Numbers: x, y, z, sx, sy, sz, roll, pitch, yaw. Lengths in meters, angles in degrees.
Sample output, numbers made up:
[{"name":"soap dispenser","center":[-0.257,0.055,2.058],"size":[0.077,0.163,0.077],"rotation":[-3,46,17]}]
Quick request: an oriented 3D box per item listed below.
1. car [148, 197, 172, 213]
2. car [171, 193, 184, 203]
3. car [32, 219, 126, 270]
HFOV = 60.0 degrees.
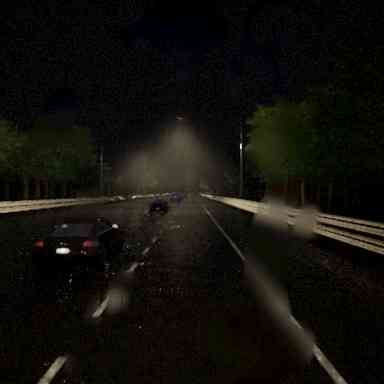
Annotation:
[{"name":"car","center":[-3.485,1.523,36.138],"size":[1.812,1.442,4.674],"rotation":[0,0,0]},{"name":"car","center":[-3.472,1.238,72.199],"size":[2.150,2.045,5.566],"rotation":[0,0,0]},{"name":"car","center":[-3.496,1.564,11.001],"size":[1.994,1.385,4.181],"rotation":[0,0,0]}]
